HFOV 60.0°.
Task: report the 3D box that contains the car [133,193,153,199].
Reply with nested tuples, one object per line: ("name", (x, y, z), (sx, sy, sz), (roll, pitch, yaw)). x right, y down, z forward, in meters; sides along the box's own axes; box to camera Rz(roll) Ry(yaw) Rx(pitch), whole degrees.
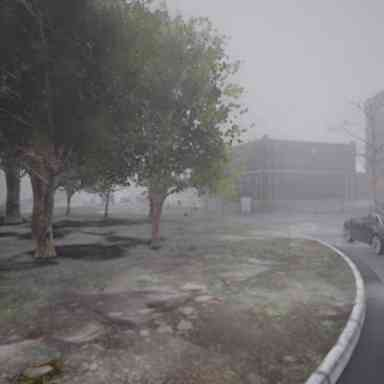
("car", (-12.405, 1.043, 84.497), (4.892, 1.521, 2.231), (0, 1, -12))

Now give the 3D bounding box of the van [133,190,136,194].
("van", (-10.298, 0.966, 73.703), (4.442, 1.987, 1.878), (0, 1, -12))

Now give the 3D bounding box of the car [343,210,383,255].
("car", (7.541, 1.465, 13.057), (2.128, 1.511, 4.902), (0, 0, 6))

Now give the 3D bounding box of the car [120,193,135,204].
("car", (-11.821, 1.386, 59.433), (2.033, 1.411, 5.357), (0, 0, -13))

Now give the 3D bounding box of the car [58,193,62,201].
("car", (-29.166, 1.255, 65.969), (5.008, 1.535, 2.097), (0, 1, -12))

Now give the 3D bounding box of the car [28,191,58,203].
("car", (-28.568, 1.156, 63.270), (4.553, 1.767, 2.185), (0, 1, -12))

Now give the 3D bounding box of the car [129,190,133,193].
("car", (-12.945, 0.751, 87.218), (5.566, 2.045, 2.435), (0, 1, -12))

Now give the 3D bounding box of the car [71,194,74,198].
("car", (-31.992, 0.835, 79.461), (5.566, 2.045, 2.435), (0, 1, -12))

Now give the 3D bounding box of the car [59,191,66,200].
("car", (-30.251, 1.068, 71.373), (4.553, 1.767, 2.185), (0, 1, -12))

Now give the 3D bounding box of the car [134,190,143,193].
("car", (-9.564, 1.096, 70.887), (4.553, 1.767, 2.185), (0, 1, -12))

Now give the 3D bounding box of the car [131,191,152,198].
("car", (-14.153, 0.672, 92.773), (5.566, 2.045, 2.435), (0, 1, -12))

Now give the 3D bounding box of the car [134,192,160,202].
("car", (-8.522, 1.297, 65.554), (4.792, 1.488, 2.163), (0, 0, -12))

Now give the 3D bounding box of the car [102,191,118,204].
("car", (-14.553, 1.070, 58.079), (2.150, 2.045, 5.566), (0, 0, -13))

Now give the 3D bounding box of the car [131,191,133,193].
("car", (-11.878, 1.079, 81.895), (5.008, 1.535, 2.097), (0, 1, -12))
